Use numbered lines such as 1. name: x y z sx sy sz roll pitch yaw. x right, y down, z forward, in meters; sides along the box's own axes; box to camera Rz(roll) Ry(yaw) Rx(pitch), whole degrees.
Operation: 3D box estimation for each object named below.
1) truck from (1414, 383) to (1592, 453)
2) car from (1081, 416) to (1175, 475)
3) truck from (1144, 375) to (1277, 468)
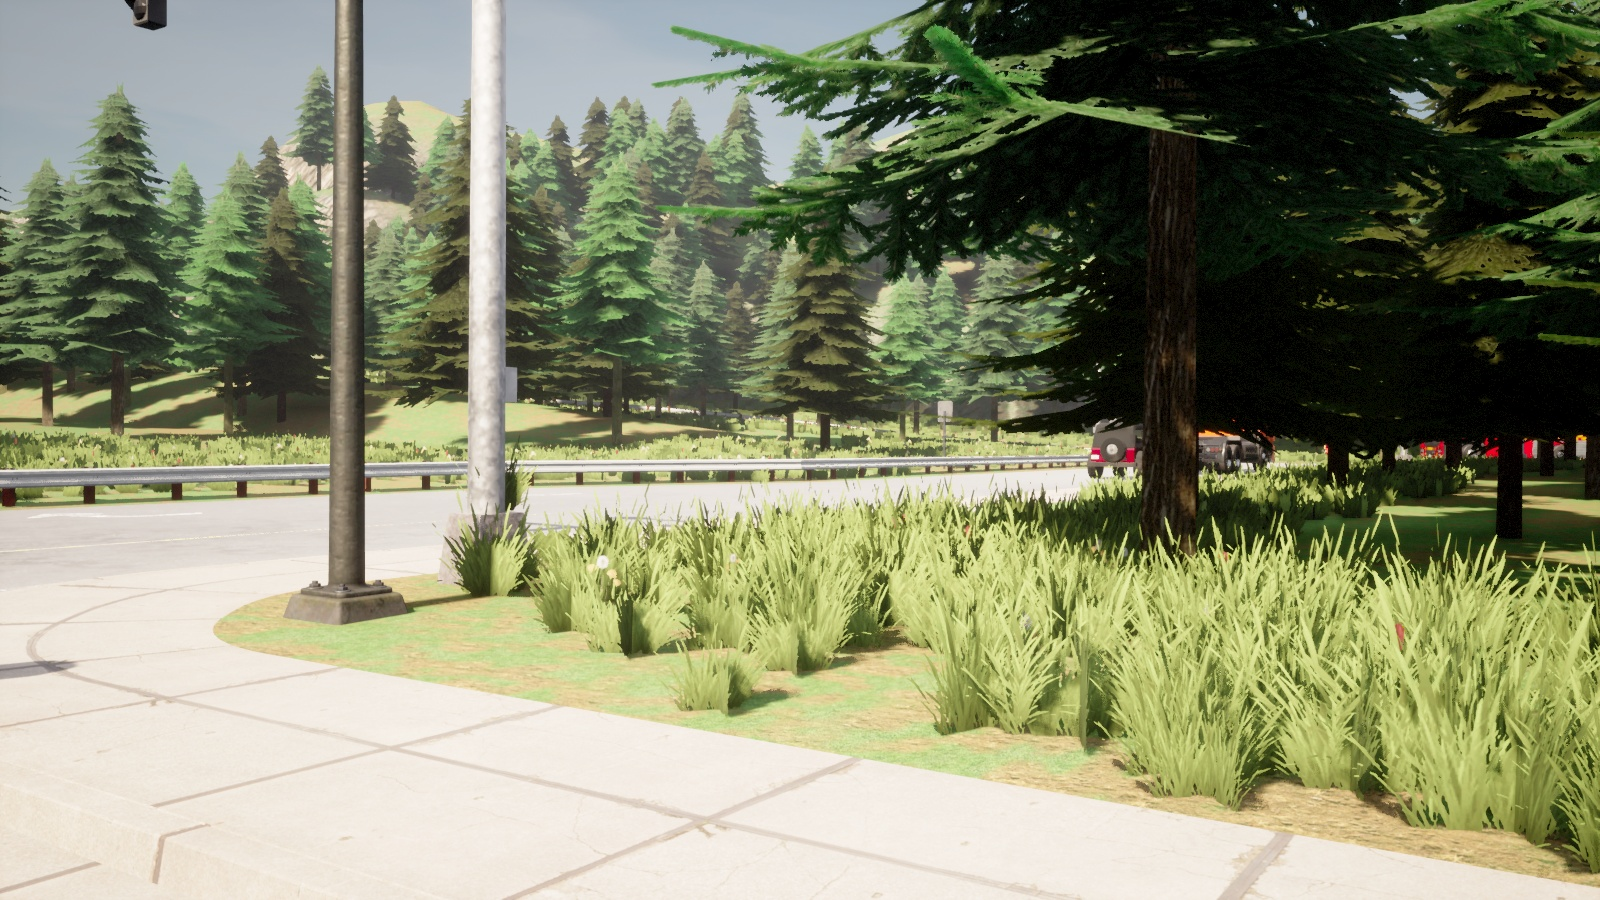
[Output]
1. truck: 39.904 -1.797 71.496 8.468 3.827 2.891 0 1 2
2. car: 11.144 -0.181 42.538 1.905 1.878 3.866 0 1 34
3. truck: 16.632 -1.117 50.478 2.891 3.462 7.936 0 1 35
